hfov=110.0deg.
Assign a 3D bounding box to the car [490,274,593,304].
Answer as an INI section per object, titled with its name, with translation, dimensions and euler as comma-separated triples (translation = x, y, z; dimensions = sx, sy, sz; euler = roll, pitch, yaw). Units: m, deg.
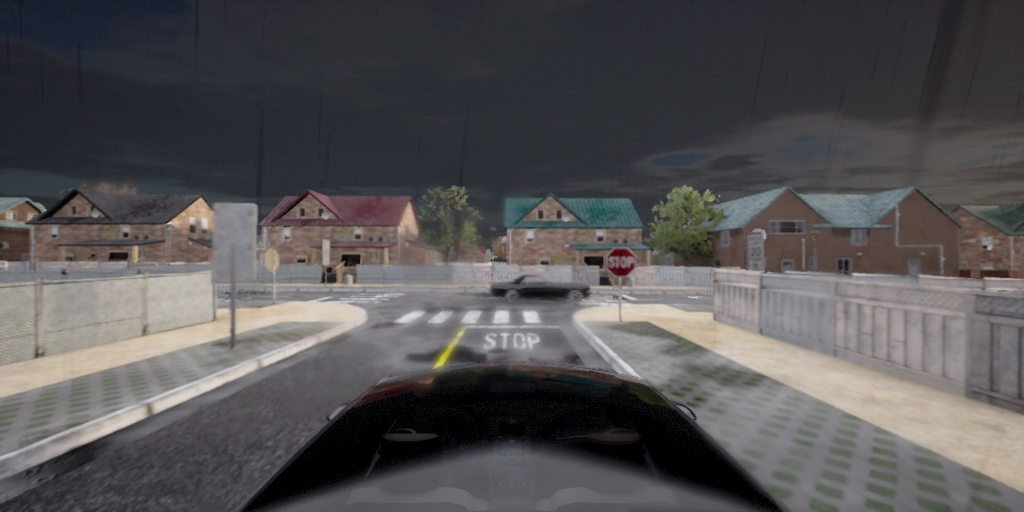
[car]
translation = 1.353, 1.530, 17.029
dimensions = 4.718, 1.301, 1.895
euler = 1, -1, 0
